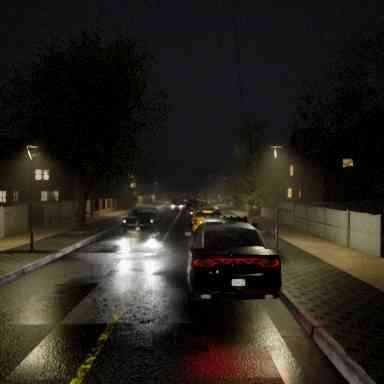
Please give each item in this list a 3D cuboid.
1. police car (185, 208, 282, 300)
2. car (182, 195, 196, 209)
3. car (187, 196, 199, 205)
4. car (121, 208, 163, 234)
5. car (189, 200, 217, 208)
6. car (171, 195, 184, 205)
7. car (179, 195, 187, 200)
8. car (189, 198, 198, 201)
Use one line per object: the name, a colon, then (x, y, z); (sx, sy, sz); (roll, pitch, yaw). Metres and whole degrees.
police car: (0.844, 1.427, 8.578); (1.930, 1.638, 5.238); (0, 0, 0)
car: (0.130, 1.488, 45.101); (2.128, 1.511, 4.902); (0, 0, 1)
car: (0.143, 1.534, 58.457); (2.033, 1.411, 5.357); (0, 0, 0)
car: (-2.804, 1.603, 19.500); (1.895, 1.301, 4.718); (0, 0, 0)
car: (0.869, 1.458, 18.660); (1.801, 1.575, 5.366); (0, 0, 0)
car: (-2.679, 1.586, 59.814); (1.895, 1.301, 4.718); (0, 0, 0)
car: (-2.516, 1.516, 94.146); (1.994, 1.385, 4.181); (0, 0, 0)
car: (0.884, 1.458, 24.661); (1.801, 1.575, 5.366); (0, 0, 0)
